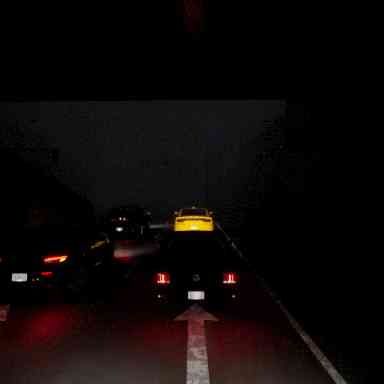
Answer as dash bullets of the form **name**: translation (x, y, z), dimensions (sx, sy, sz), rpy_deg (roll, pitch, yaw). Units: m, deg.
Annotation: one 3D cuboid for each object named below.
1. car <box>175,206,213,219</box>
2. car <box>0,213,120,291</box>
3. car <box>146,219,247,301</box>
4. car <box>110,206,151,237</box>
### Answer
- **car**: translation (0.088, 1.478, 17.644), dimensions (1.882, 1.535, 5.008), rpy_deg (0, 0, 0)
- **car**: translation (-3.418, 1.526, 8.893), dimensions (1.812, 1.442, 4.674), rpy_deg (0, 0, 0)
- **car**: translation (0.086, 1.601, 8.300), dimensions (1.895, 1.301, 4.718), rpy_deg (0, 0, 0)
- **car**: translation (-3.413, 1.505, 18.051), dimensions (1.837, 1.490, 4.892), rpy_deg (0, 0, 0)
